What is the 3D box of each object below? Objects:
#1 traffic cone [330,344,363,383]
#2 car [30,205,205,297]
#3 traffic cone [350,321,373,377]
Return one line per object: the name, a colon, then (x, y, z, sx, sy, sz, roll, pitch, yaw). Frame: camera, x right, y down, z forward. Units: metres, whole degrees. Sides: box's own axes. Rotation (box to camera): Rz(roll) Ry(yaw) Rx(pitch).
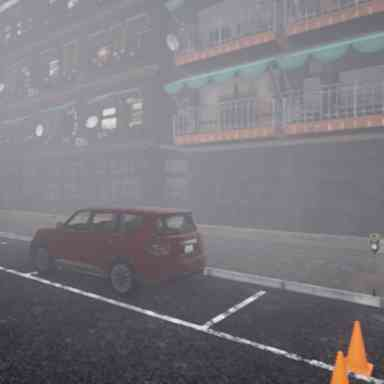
traffic cone: (1.542, 1.960, 3.475, 0.340, 0.580, 0.340, 1, 0, 35)
car: (-2.016, 1.246, 8.422, 5.009, 1.841, 2.192, 1, 0, 35)
traffic cone: (2.122, 1.963, 4.290, 0.340, 0.580, 0.340, 1, 0, 35)
